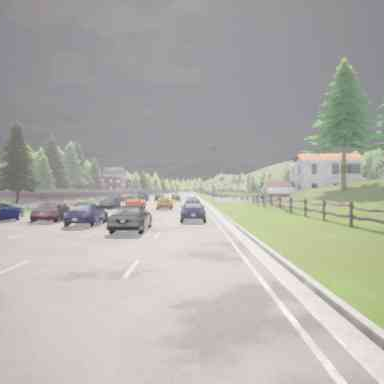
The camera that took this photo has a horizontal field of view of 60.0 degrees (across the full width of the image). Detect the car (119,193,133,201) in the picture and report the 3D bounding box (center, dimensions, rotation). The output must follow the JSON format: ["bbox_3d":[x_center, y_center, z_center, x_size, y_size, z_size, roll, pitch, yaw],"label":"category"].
[{"bbox_3d":[-13.997,1.085,70.944,1.882,1.535,5.008,0,0,0],"label":"car"}]

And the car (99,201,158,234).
[{"bbox_3d":[-3.400,1.487,18.831,2.033,1.411,5.357,0,0,0],"label":"car"}]

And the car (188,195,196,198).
[{"bbox_3d":[0.088,1.390,42.477,1.812,1.442,4.674,0,0,0],"label":"car"}]

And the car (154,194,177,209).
[{"bbox_3d":[-3.398,1.341,42.960,1.882,1.535,5.008,0,0,0],"label":"car"}]

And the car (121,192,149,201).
[{"bbox_3d":[-6.899,1.221,41.070,2.097,1.767,4.553,0,0,0],"label":"car"}]

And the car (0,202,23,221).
[{"bbox_3d":[-13.899,1.402,23.553,1.882,1.535,5.008,0,0,0],"label":"car"}]

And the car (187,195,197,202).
[{"bbox_3d":[0.003,1.368,71.388,1.895,1.301,4.718,0,0,0],"label":"car"}]

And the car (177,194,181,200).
[{"bbox_3d":[-3.497,1.128,71.327,2.097,1.767,4.553,0,0,0],"label":"car"}]

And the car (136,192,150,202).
[{"bbox_3d":[-10.497,0.998,71.387,2.150,2.045,5.566,0,0,0],"label":"car"}]

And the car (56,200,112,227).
[{"bbox_3d":[-6.913,1.456,21.866,1.812,1.442,4.674,0,0,0],"label":"car"}]

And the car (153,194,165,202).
[{"bbox_3d":[-6.997,1.252,70.941,1.882,1.535,5.008,0,0,0],"label":"car"}]

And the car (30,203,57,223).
[{"bbox_3d":[-10.399,1.484,25.042,1.994,1.385,4.181,0,0,0],"label":"car"}]

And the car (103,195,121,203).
[{"bbox_3d":[-10.399,1.430,42.130,1.994,1.385,4.181,0,0,0],"label":"car"}]

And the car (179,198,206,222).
[{"bbox_3d":[0.088,1.445,25.289,1.812,1.442,4.674,0,0,0],"label":"car"}]
